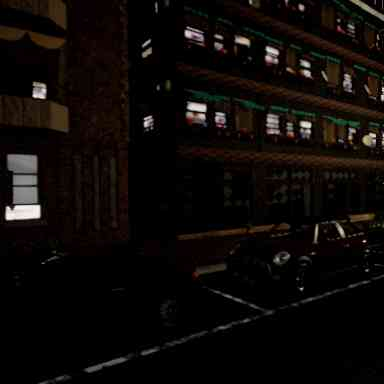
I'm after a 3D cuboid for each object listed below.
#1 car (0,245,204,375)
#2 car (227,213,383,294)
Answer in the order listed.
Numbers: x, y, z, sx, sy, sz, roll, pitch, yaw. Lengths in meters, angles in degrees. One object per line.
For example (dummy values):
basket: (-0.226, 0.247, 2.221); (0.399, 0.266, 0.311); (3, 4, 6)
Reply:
car: (-1.734, 1.573, 5.294); (4.206, 1.307, 1.802); (0, 0, -35)
car: (2.824, 1.394, 8.548); (4.097, 1.590, 1.967); (0, 0, -35)
